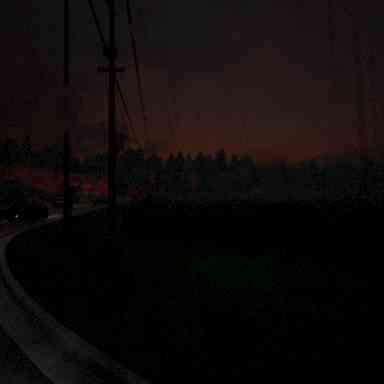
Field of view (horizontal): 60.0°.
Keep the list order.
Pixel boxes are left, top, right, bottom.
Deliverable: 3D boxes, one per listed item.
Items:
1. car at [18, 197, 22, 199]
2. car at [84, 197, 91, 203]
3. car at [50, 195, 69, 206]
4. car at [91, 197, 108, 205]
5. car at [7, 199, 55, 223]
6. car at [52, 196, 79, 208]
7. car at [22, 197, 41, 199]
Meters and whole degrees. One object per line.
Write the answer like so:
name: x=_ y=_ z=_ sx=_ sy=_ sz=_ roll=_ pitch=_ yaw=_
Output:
car: x=-30.874 y=1.608 z=61.885 sx=2.128 sy=1.511 sz=4.902 roll=0 pitch=0 yaw=-6
car: x=-21.173 y=1.708 z=69.644 sx=1.895 sy=1.301 sz=4.718 roll=0 pitch=0 yaw=-6
car: x=-23.602 y=1.455 z=59.363 sx=2.097 sy=1.767 sz=4.553 roll=0 pitch=0 yaw=-6
car: x=-16.559 y=1.621 z=60.303 sx=1.812 sy=1.442 sz=4.674 roll=0 pitch=0 yaw=-6
car: x=-12.908 y=1.540 z=26.434 sx=2.128 sy=1.511 sz=4.902 roll=0 pitch=0 yaw=-7
car: x=-18.942 y=1.578 z=49.613 sx=2.128 sy=1.511 sz=4.902 roll=0 pitch=0 yaw=-6
car: x=-26.759 y=1.582 z=56.905 sx=1.882 sy=1.535 sz=5.008 roll=0 pitch=0 yaw=-6
